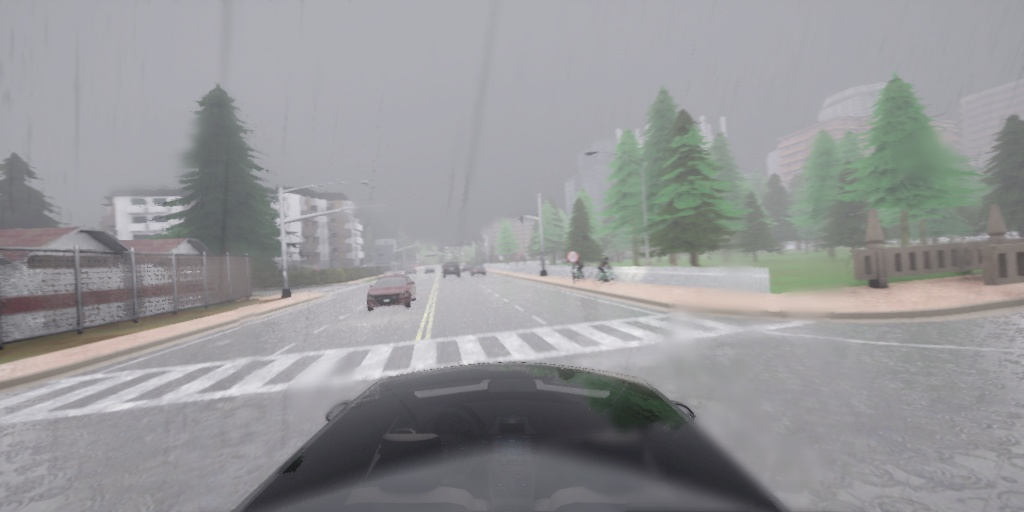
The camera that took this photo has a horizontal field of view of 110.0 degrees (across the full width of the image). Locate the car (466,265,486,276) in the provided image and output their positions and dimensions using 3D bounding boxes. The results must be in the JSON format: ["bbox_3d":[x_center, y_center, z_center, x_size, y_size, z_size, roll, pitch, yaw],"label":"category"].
[{"bbox_3d":[-4.554,1.905,48.070,2.033,1.411,5.357,-3,0,-11],"label":"car"}]

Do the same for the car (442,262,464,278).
[{"bbox_3d":[-7.922,1.779,46.987,2.150,2.045,5.566,-3,0,-11],"label":"car"}]

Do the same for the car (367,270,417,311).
[{"bbox_3d":[-5.879,1.702,17.926,1.882,1.535,5.008,-3,0,-11],"label":"car"}]

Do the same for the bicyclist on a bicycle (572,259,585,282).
[{"bbox_3d":[4.471,0.934,24.111,0.582,1.620,1.656,-4,-1,42],"label":"bicyclist on a bicycle"}]

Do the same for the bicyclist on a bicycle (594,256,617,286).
[{"bbox_3d":[5.201,0.860,20.018,1.656,1.620,0.582,-3,0,-27],"label":"bicyclist on a bicycle"}]
